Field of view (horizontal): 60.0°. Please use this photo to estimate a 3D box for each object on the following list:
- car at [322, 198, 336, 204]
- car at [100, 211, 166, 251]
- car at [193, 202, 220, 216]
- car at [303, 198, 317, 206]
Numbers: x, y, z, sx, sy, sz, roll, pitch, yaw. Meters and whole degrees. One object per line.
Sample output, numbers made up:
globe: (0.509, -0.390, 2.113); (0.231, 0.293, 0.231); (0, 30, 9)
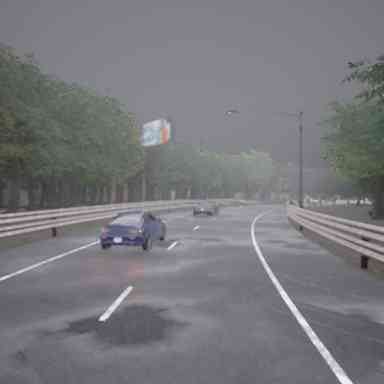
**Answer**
car: (34.743, 2.314, 84.212); (4.902, 1.511, 2.128); (2, -1, -43)
car: (-2.358, 1.540, 14.113); (1.812, 1.442, 4.674); (0, 0, 7)
car: (1.523, 1.627, 33.119); (1.994, 1.385, 4.181); (0, 0, 16)
car: (24.718, 1.982, 70.193); (2.097, 1.767, 4.553); (0, -1, 36)
